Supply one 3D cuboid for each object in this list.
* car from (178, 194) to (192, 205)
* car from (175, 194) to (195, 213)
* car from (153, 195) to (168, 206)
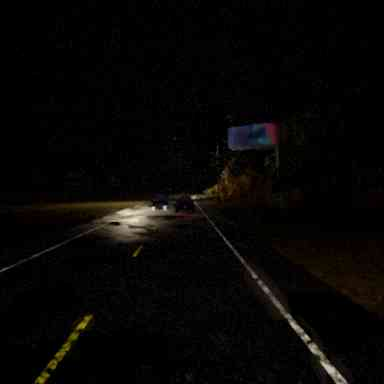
[{"bbox_3d":[-1.019,1.050,48.526,1.882,1.535,5.008,-1,1,-1],"label":"car"},{"bbox_3d":[-0.698,1.184,33.268,1.882,1.535,5.008,-1,1,-1],"label":"car"},{"bbox_3d":[-4.581,1.144,48.459,1.882,1.535,5.008,-1,1,-1],"label":"car"}]
